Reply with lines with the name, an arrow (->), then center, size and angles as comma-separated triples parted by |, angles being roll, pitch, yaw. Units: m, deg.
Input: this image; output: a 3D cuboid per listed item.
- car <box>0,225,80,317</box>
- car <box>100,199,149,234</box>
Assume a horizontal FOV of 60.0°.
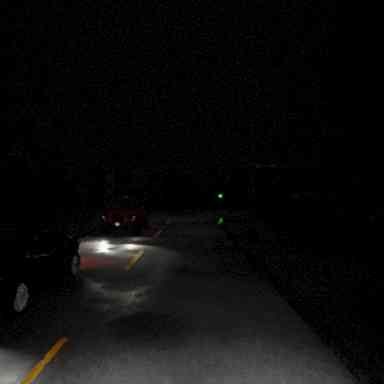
car -> -4.106, 1.592, 7.720 | 1.837, 1.490, 4.892 | 0, -1, 0
car -> -4.095, 1.452, 21.071 | 2.150, 2.045, 5.566 | 0, -1, 0
